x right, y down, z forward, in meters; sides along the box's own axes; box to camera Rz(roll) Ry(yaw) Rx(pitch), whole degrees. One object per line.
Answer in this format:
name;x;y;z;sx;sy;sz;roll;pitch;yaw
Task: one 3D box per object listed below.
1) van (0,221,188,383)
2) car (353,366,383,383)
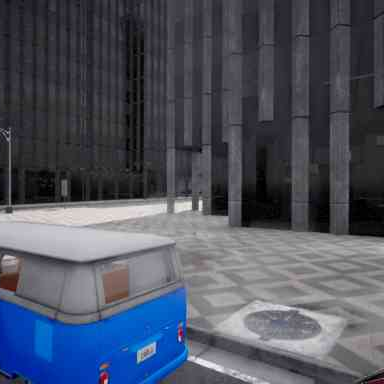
van;-1.953;1.341;4.353;3.998;1.788;1.690;0;0;35
car;2.548;1.440;1.149;4.097;1.590;1.967;0;0;35
